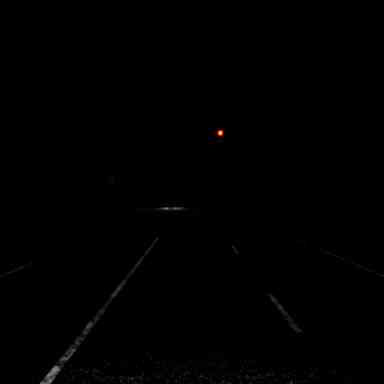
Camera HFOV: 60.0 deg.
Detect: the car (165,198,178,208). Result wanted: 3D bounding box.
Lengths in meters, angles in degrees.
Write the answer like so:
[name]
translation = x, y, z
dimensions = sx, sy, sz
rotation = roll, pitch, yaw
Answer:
[car]
translation = -3.470, 1.836, 56.651
dimensions = 1.882, 1.535, 5.008
rotation = 0, 0, 0
